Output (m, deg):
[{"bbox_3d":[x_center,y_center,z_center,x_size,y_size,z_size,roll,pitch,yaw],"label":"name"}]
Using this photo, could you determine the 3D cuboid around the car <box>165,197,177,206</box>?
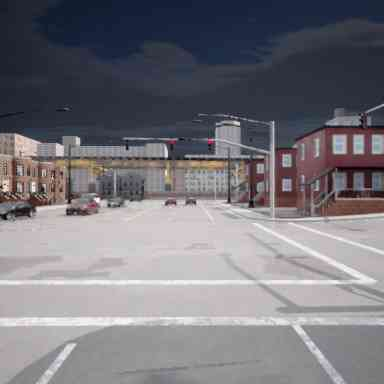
[{"bbox_3d":[-3.555,1.552,56.756,1.812,1.442,4.674,0,0,0],"label":"car"}]

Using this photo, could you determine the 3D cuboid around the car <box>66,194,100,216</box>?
[{"bbox_3d":[-10.679,1.368,32.652,2.097,1.767,4.553,0,0,0],"label":"car"}]

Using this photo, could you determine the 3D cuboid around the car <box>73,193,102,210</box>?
[{"bbox_3d":[-14.221,1.242,45.557,2.150,2.045,5.566,0,0,0],"label":"car"}]

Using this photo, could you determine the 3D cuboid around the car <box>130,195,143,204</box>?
[{"bbox_3d":[-10.674,1.314,63.723,1.882,1.535,5.008,0,0,0],"label":"car"}]

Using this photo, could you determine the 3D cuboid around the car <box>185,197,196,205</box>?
[{"bbox_3d":[-0.160,1.553,58.573,1.812,1.442,4.674,0,0,0],"label":"car"}]

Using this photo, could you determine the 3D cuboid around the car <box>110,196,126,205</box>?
[{"bbox_3d":[-14.174,1.553,63.714,1.882,1.535,5.008,0,0,0],"label":"car"}]

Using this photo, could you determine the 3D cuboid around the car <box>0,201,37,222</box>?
[{"bbox_3d":[-14.453,1.505,26.702,2.128,1.511,4.902,0,0,6],"label":"car"}]

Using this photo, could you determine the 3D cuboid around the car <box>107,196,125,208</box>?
[{"bbox_3d":[-10.722,1.513,47.176,2.128,1.511,4.902,0,0,0],"label":"car"}]
